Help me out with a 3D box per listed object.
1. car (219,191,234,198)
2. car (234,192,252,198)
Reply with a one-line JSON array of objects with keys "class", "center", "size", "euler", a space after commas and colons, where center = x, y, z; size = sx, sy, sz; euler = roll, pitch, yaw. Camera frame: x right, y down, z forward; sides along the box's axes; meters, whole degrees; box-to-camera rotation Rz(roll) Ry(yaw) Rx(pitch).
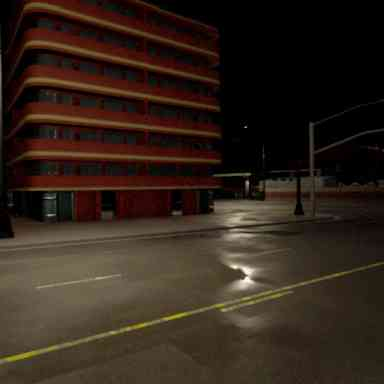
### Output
[{"class": "car", "center": [9.079, 0.664, 86.270], "size": [4.611, 1.667, 2.242], "euler": [-1, 1, -35]}, {"class": "car", "center": [13.049, 0.810, 82.048], "size": [3.806, 1.475, 1.970], "euler": [-1, 1, -35]}]
